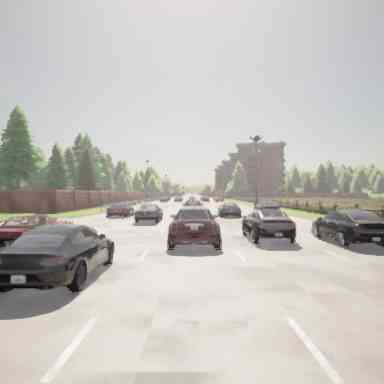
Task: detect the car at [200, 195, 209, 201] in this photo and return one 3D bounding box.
[{"bbox_3d":[3.485,1.623,93.849,2.097,1.767,4.553,0,0,0],"label":"car"}]

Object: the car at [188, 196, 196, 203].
[{"bbox_3d":[-0.007,1.890,83.816,2.128,1.511,4.902,0,0,0],"label":"car"}]

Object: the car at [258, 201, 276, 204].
[{"bbox_3d":[7.095,1.646,31.705,1.837,1.490,4.892,0,0,0],"label":"car"}]

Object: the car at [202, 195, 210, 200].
[{"bbox_3d":[3.493,1.865,83.816,1.837,1.490,4.892,0,0,0],"label":"car"}]

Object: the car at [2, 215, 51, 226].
[{"bbox_3d":[-6.902,1.667,14.817,1.895,1.301,4.718,0,0,0],"label":"car"}]

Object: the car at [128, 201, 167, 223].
[{"bbox_3d":[-3.408,1.667,26.711,2.033,1.411,5.357,0,0,0],"label":"car"}]

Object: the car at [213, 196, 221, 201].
[{"bbox_3d":[6.987,1.844,93.503,1.895,1.301,4.718,0,0,0],"label":"car"}]

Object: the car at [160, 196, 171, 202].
[{"bbox_3d":[-7.007,1.904,83.431,2.033,1.411,5.357,0,0,0],"label":"car"}]

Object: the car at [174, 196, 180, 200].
[{"bbox_3d":[-3.507,1.916,83.398,1.994,1.385,4.181,0,0,0],"label":"car"}]

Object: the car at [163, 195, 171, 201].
[{"bbox_3d":[-7.016,1.746,93.847,1.882,1.535,5.008,0,0,0],"label":"car"}]

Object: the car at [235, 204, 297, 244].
[{"bbox_3d":[3.597,1.564,16.177,2.128,1.511,4.902,0,0,0],"label":"car"}]

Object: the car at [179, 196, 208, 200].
[{"bbox_3d":[0.094,1.492,31.381,2.097,1.767,4.553,0,0,0],"label":"car"}]

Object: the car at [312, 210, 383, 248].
[{"bbox_3d":[7.097,1.574,15.205,1.837,1.490,4.892,0,0,0],"label":"car"}]

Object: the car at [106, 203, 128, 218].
[{"bbox_3d":[-6.905,1.708,32.325,1.994,1.385,4.181,0,0,0],"label":"car"}]

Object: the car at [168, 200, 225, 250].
[{"bbox_3d":[0.096,1.418,14.866,2.097,1.767,4.553,0,0,0],"label":"car"}]

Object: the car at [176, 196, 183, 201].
[{"bbox_3d":[-3.513,1.802,93.441,1.994,1.385,4.181,0,0,0],"label":"car"}]

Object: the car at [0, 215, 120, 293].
[{"bbox_3d":[-3.411,1.566,8.857,1.812,1.442,4.674,0,0,0],"label":"car"}]

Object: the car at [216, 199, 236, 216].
[{"bbox_3d":[3.595,1.708,32.209,1.994,1.385,4.181,0,0,0],"label":"car"}]

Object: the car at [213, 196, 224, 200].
[{"bbox_3d":[6.993,1.722,83.820,2.097,1.767,4.553,0,0,0],"label":"car"}]

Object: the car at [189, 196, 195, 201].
[{"bbox_3d":[-0.016,1.793,93.868,1.812,1.442,4.674,0,0,0],"label":"car"}]
